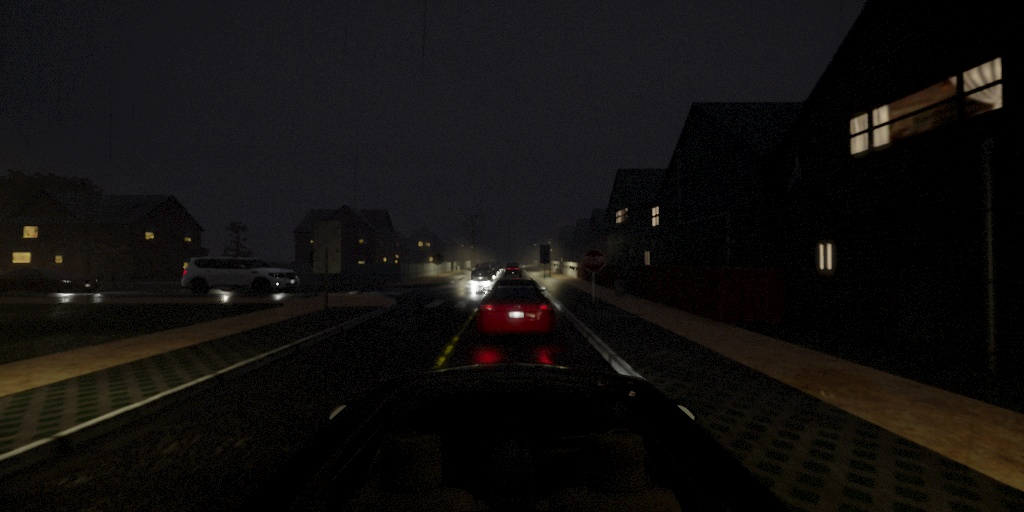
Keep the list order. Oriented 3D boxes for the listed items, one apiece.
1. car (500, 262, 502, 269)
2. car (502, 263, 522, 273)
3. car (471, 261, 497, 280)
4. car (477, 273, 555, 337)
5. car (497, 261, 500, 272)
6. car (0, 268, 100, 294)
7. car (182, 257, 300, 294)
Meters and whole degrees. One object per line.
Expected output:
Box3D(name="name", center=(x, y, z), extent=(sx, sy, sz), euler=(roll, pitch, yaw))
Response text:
Box3D(name="car", center=(-2.872, 1.627, 54.216), extent=(1.812, 1.442, 4.674), euler=(0, 0, 0))
Box3D(name="car", center=(0.087, 1.505, 39.529), extent=(1.837, 1.490, 4.892), euler=(0, 0, 0))
Box3D(name="car", center=(-2.869, 1.460, 34.838), extent=(2.128, 1.511, 4.902), euler=(0, 0, 0))
Box3D(name="car", center=(0.097, 1.372, 10.522), extent=(1.994, 1.385, 4.181), euler=(0, 0, 0))
Box3D(name="car", center=(-2.871, 1.510, 44.156), extent=(1.882, 1.535, 5.008), euler=(0, 0, 0))
Box3D(name="car", center=(-25.847, 1.371, 19.854), extent=(4.674, 1.442, 1.812), euler=(0, -1, 0))
Box3D(name="car", center=(-14.977, 1.072, 19.940), extent=(5.566, 2.045, 2.150), euler=(0, -1, -1))
